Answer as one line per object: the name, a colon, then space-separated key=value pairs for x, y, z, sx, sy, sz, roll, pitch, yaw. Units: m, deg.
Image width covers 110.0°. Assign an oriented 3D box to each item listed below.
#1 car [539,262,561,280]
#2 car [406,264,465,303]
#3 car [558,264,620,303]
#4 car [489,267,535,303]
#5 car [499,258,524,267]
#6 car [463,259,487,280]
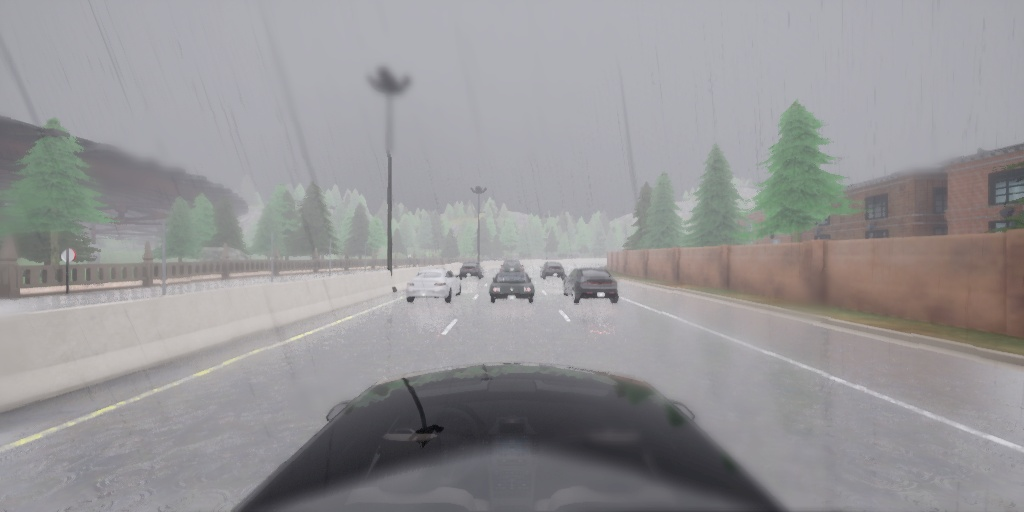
car: x=3.500 y=1.264 z=31.500 sx=1.837 sy=1.490 sz=4.892 roll=0 pitch=0 yaw=0
car: x=-3.500 y=1.280 z=16.500 sx=1.812 sy=1.442 sz=4.674 roll=0 pitch=0 yaw=0
car: x=3.500 y=1.264 z=16.500 sx=1.837 sy=1.490 sz=4.892 roll=0 pitch=0 yaw=0
car: x=0.000 y=1.363 z=16.530 sx=1.895 sy=1.301 sz=4.718 roll=0 pitch=0 yaw=0
car: x=0.000 y=1.114 z=31.470 sx=2.097 sy=1.767 sz=4.553 roll=0 pitch=0 yaw=0
car: x=-3.500 y=1.264 z=31.500 sx=1.837 sy=1.490 sz=4.892 roll=0 pitch=0 yaw=0
